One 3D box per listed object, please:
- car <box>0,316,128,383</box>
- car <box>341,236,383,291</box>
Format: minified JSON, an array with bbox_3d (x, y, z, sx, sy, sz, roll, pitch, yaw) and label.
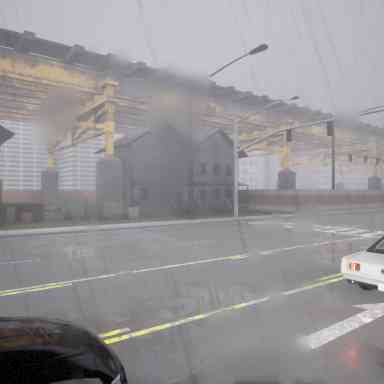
[{"bbox_3d":[-2.739,1.492,1.793,4.902,1.511,2.128,0,0,-35],"label":"car"},{"bbox_3d":[5.616,1.601,7.776,4.718,1.301,1.895,0,0,-35],"label":"car"}]
